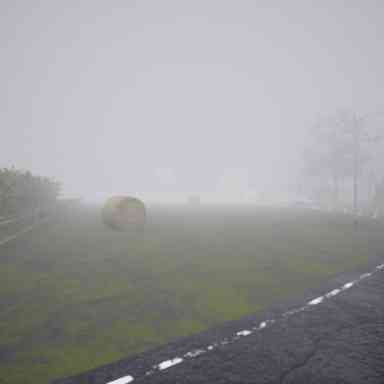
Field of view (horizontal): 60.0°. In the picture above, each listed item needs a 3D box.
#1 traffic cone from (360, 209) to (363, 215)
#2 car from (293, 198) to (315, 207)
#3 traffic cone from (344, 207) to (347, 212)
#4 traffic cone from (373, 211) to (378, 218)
[{"bbox_3d":[18.336,2.147,36.137,0.340,0.580,0.340,0,0,9],"label":"traffic cone"},{"bbox_3d":[19.263,1.780,57.484,1.812,1.442,4.674,0,0,-13],"label":"car"},{"bbox_3d":[18.861,2.159,40.877,0.340,0.580,0.340,0,0,4],"label":"traffic cone"},{"bbox_3d":[17.372,2.132,31.469,0.340,0.580,0.340,0,0,14],"label":"traffic cone"}]
